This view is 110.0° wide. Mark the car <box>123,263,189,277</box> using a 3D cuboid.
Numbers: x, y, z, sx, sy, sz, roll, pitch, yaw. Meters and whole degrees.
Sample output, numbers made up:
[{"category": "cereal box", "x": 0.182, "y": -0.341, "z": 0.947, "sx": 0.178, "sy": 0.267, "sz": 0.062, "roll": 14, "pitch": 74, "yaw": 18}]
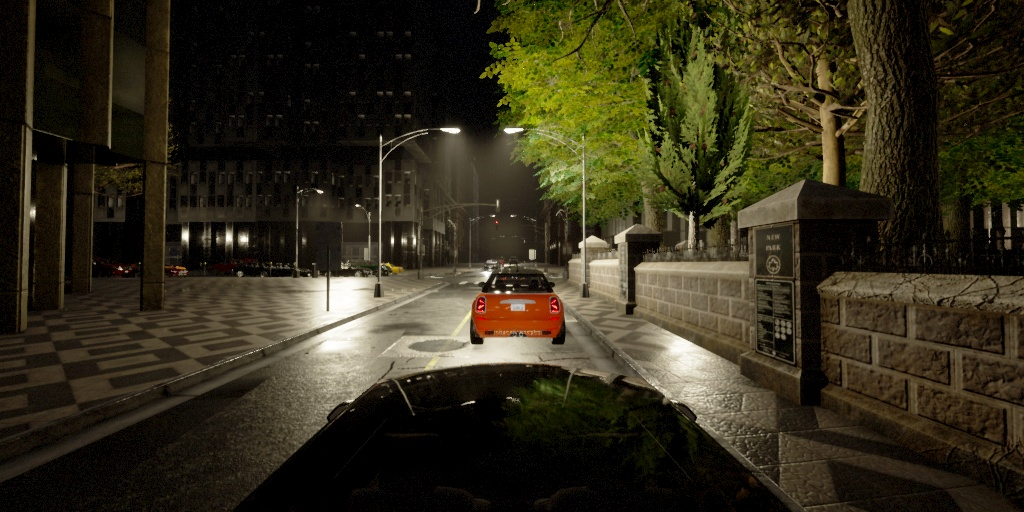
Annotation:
[{"category": "car", "x": -31.046, "y": 1.320, "z": 31.631, "sx": 4.207, "sy": 1.307, "sz": 1.802, "roll": 0, "pitch": 0, "yaw": 1}]

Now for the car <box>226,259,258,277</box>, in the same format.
[{"category": "car", "x": -23.884, "y": 1.291, "z": 34.238, "sx": 4.892, "sy": 1.490, "sz": 1.837, "roll": 0, "pitch": -1, "yaw": 0}]

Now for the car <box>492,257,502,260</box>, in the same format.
[{"category": "car", "x": -2.876, "y": 1.325, "z": 50.753, "sx": 2.128, "sy": 1.511, "sz": 4.902, "roll": 0, "pitch": 0, "yaw": 0}]

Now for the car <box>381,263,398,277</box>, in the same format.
[{"category": "car", "x": -13.739, "y": 1.125, "z": 34.138, "sx": 4.553, "sy": 1.767, "sz": 2.097, "roll": 0, "pitch": -1, "yaw": 0}]

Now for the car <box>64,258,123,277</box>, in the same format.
[{"category": "car", "x": -36.559, "y": 1.061, "z": 31.686, "sx": 5.009, "sy": 1.841, "sz": 2.192, "roll": 0, "pitch": 0, "yaw": 1}]

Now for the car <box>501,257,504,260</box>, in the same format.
[{"category": "car", "x": -2.813, "y": 1.369, "z": 61.127, "sx": 1.837, "sy": 1.490, "sz": 4.892, "roll": 0, "pitch": 0, "yaw": 1}]

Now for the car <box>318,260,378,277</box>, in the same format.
[{"category": "car", "x": -14.508, "y": 1.267, "z": 31.466, "sx": 4.403, "sy": 1.370, "sz": 2.007, "roll": 0, "pitch": 0, "yaw": 1}]

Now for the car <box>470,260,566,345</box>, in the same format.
[{"category": "car", "x": 0.129, "y": 1.107, "z": 9.689, "sx": 2.097, "sy": 1.767, "sz": 4.553, "roll": 0, "pitch": 0, "yaw": 0}]

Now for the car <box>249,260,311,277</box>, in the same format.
[{"category": "car", "x": -20.021, "y": 1.289, "z": 31.521, "sx": 4.313, "sy": 1.339, "sz": 1.948, "roll": 0, "pitch": 0, "yaw": 1}]

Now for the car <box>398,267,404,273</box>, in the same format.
[{"category": "car", "x": -14.602, "y": 1.425, "z": 39.990, "sx": 4.829, "sy": 1.417, "sz": 1.751, "roll": 0, "pitch": 0, "yaw": 1}]

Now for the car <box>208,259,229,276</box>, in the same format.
[{"category": "car", "x": -30.968, "y": 1.236, "z": 40.154, "sx": 5.009, "sy": 1.841, "sz": 2.192, "roll": 0, "pitch": 0, "yaw": 1}]
